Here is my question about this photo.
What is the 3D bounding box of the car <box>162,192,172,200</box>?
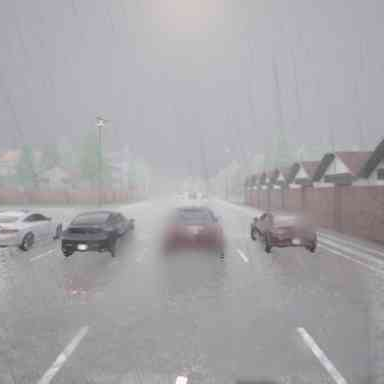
[{"bbox_3d":[-6.842,1.272,86.809,2.033,1.411,5.357,0,0,0],"label":"car"}]

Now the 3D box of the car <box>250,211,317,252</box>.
[{"bbox_3d":[3.576,1.485,13.551,1.812,1.442,4.674,0,0,1],"label":"car"}]

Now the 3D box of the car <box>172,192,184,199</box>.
[{"bbox_3d":[-3.342,0.957,86.832,2.150,2.045,5.566,0,0,0],"label":"car"}]

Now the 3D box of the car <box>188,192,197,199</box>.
[{"bbox_3d":[0.158,0.957,86.826,2.150,2.045,5.566,0,0,0],"label":"car"}]

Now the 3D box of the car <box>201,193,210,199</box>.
[{"bbox_3d":[3.659,1.087,87.175,2.097,1.767,4.553,0,0,0],"label":"car"}]

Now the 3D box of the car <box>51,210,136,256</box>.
[{"bbox_3d":[-3.429,1.468,12.905,1.837,1.490,4.892,0,1,1],"label":"car"}]

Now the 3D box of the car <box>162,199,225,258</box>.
[{"bbox_3d":[0.069,1.313,12.785,2.097,1.767,4.553,0,0,1],"label":"car"}]

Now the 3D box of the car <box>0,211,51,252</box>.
[{"bbox_3d":[-6.924,1.485,13.582,1.812,1.442,4.674,0,0,1],"label":"car"}]
